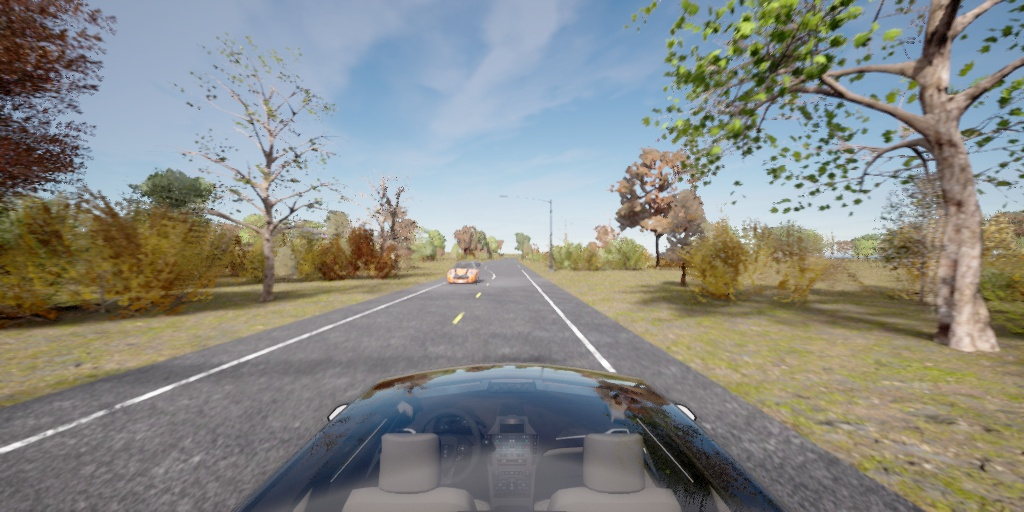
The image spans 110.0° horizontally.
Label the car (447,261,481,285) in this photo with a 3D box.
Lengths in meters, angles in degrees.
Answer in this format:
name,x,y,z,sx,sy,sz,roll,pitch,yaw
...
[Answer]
name,x,y,z,sx,sy,sz,roll,pitch,yaw
car,-3.684,1.231,27.844,2.097,1.767,4.553,0,0,-1
